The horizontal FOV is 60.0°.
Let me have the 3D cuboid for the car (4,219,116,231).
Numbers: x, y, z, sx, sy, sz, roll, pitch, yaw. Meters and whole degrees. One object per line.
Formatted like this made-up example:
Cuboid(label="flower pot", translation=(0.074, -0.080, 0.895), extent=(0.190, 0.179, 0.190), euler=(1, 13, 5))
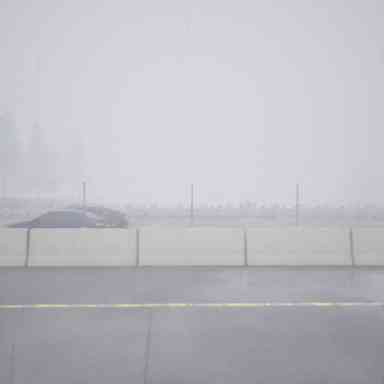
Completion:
Cuboid(label="car", translation=(-6.157, 1.537, 15.329), extent=(4.674, 1.442, 1.812), euler=(0, 0, -1))
